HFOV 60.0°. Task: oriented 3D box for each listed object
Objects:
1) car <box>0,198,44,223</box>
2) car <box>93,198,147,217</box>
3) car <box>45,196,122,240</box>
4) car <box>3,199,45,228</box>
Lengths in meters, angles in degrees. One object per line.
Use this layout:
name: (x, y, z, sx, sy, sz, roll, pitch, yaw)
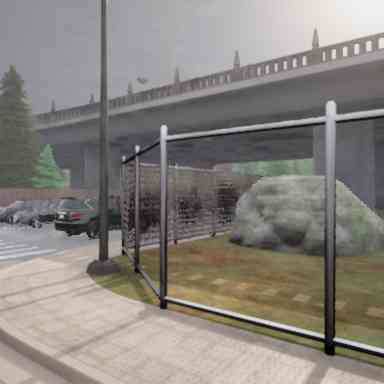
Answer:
car: (-12.142, 1.307, 24.199, 2.097, 1.767, 4.553, 0, 0, 36)
car: (-6.761, 1.433, 31.688, 1.882, 1.535, 5.008, 0, 0, 36)
car: (-4.292, 1.220, 17.364, 2.150, 2.045, 5.566, 0, 0, 39)
car: (-9.322, 1.461, 22.129, 2.128, 1.511, 4.902, 0, 0, 36)
